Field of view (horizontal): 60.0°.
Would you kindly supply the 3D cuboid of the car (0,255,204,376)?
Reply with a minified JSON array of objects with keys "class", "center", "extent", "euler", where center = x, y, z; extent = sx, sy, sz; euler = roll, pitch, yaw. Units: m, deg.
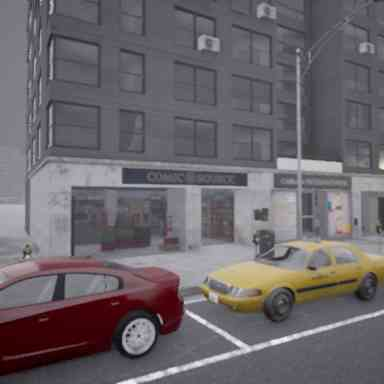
[{"class":"car","center":[-2.285,1.679,4.833],"extent":[4.507,1.381,1.887],"euler":[1,-2,-29]}]

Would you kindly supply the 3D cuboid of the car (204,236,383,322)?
[{"class":"car","center":[2.514,1.712,7.518],"extent":[4.829,1.417,1.752],"euler":[1,-2,-29]}]
